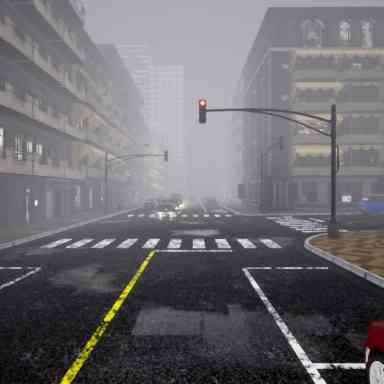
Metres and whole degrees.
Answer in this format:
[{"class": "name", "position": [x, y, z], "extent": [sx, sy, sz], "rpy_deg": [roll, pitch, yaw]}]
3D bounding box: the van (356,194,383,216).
[{"class": "van", "position": [15.723, 1.035, 27.328], "extent": [3.998, 1.788, 1.690], "rpy_deg": [-1, 1, -1]}]

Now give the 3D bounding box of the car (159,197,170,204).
[{"class": "car", "position": [-5.491, 1.609, 67.411], "extent": [1.802, 1.307, 4.206], "rpy_deg": [-1, 0, 0]}]

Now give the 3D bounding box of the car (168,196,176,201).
[{"class": "car", "position": [-5.422, 1.632, 89.523], "extent": [1.802, 1.307, 4.206], "rpy_deg": [-1, 0, 0]}]

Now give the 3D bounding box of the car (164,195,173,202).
[{"class": "car", "position": [-5.457, 1.563, 78.297], "extent": [1.752, 1.417, 4.829], "rpy_deg": [-1, 0, 0]}]

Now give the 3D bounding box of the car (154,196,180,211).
[{"class": "car", "position": [-2.975, 1.554, 40.483], "extent": [2.033, 1.411, 5.357], "rpy_deg": [0, 0, 0]}]

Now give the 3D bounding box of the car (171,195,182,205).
[{"class": "car", "position": [-2.942, 1.578, 50.367], "extent": [1.994, 1.385, 4.181], "rpy_deg": [0, 0, 0]}]

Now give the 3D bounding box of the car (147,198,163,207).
[{"class": "car", "position": [-5.543, 1.580, 50.827], "extent": [1.947, 1.339, 4.313], "rpy_deg": [0, 0, 0]}]

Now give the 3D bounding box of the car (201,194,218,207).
[{"class": "car", "position": [2.836, 1.454, 50.796], "extent": [1.967, 1.590, 4.097], "rpy_deg": [-1, 0, 0]}]

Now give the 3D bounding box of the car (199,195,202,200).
[{"class": "car", "position": [2.890, 1.578, 67.379], "extent": [2.008, 1.369, 4.403], "rpy_deg": [-1, 0, 0]}]

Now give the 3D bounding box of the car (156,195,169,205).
[{"class": "car", "position": [-5.510, 1.462, 61.883], "extent": [1.967, 1.590, 4.097], "rpy_deg": [-1, 0, 0]}]

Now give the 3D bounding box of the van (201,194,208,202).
[{"class": "van", "position": [2.922, 1.379, 78.435], "extent": [1.690, 1.788, 3.998], "rpy_deg": [-1, 0, 0]}]

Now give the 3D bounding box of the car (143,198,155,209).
[{"class": "car", "position": [-5.559, 1.561, 45.300], "extent": [2.008, 1.369, 4.403], "rpy_deg": [0, 0, 0]}]

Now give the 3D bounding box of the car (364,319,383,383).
[{"class": "car", "position": [2.685, 1.544, 1.797], "extent": [1.887, 1.381, 4.507], "rpy_deg": [0, 0, 0]}]

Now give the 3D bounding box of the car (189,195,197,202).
[{"class": "car", "position": [0.245, 1.517, 79.730], "extent": [1.882, 1.535, 5.008], "rpy_deg": [0, 0, 0]}]

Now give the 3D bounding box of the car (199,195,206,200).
[{"class": "car", "position": [2.975, 1.602, 95.019], "extent": [1.887, 1.381, 4.507], "rpy_deg": [-1, 0, 0]}]

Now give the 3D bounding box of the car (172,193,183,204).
[{"class": "car", "position": [-2.882, 1.243, 60.938], "extent": [2.150, 2.045, 5.566], "rpy_deg": [0, 0, 1]}]
